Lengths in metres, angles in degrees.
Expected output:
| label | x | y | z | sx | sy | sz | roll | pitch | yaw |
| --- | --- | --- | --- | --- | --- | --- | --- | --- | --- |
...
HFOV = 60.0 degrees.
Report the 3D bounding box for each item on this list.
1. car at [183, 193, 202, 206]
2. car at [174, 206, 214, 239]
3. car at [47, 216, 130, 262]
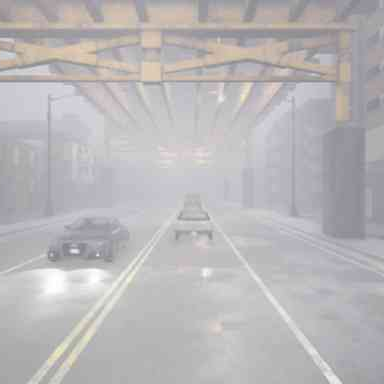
| label | x | y | z | sx | sy | sz | roll | pitch | yaw |
| --- | --- | --- | --- | --- | --- | --- | --- | --- | --- |
| car | 0.069 | 1.133 | 41.081 | 2.150 | 2.045 | 5.566 | 0 | 0 | 0 |
| car | 0.087 | 1.634 | 17.693 | 1.895 | 1.301 | 4.718 | 0 | 0 | 0 |
| car | -3.538 | 1.599 | 12.064 | 1.994 | 1.385 | 4.181 | 0 | 0 | 1 |
